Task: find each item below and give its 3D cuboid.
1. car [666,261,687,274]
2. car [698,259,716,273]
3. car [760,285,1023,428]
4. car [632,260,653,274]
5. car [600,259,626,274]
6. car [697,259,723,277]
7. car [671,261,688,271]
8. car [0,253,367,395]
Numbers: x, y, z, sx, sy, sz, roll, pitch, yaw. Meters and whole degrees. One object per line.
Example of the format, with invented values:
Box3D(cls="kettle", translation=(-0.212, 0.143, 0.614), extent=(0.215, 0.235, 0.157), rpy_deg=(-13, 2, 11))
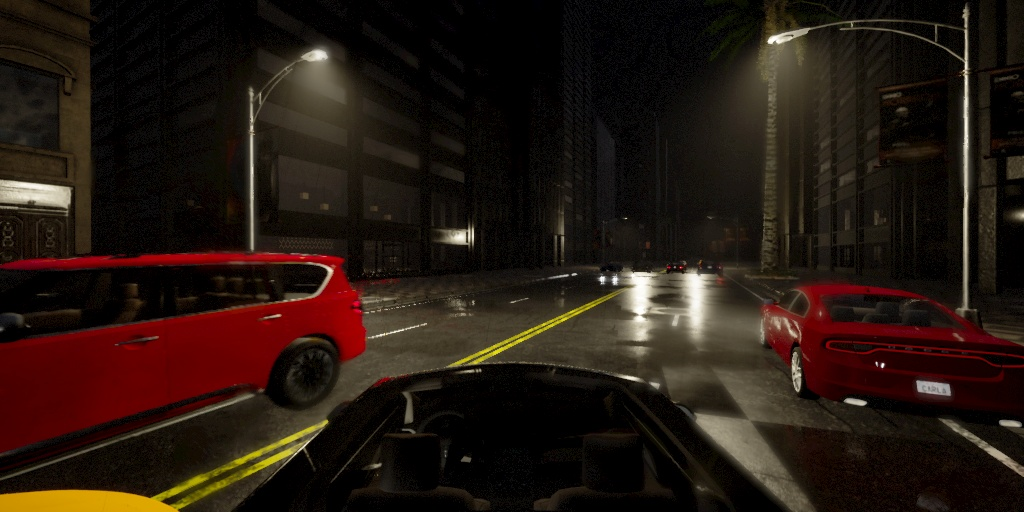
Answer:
Box3D(cls="car", translation=(18.657, 1.284, 40.824), extent=(2.033, 1.411, 5.357), rpy_deg=(0, 0, 27))
Box3D(cls="car", translation=(23.724, 1.211, 43.725), extent=(1.882, 1.535, 5.008), rpy_deg=(0, 0, 28))
Box3D(cls="car", translation=(5.515, 1.220, 5.928), extent=(1.882, 1.535, 5.008), rpy_deg=(0, 0, 27))
Box3D(cls="car", translation=(15.154, 1.219, 41.577), extent=(1.882, 1.535, 5.008), rpy_deg=(0, 0, 27))
Box3D(cls="car", translation=(11.657, 1.346, 41.866), extent=(1.895, 1.301, 4.718), rpy_deg=(0, 0, 27))
Box3D(cls="car", translation=(19.296, 1.085, 35.002), extent=(2.097, 1.767, 4.553), rpy_deg=(0, 0, 27))
Box3D(cls="car", translation=(23.546, 1.340, 50.322), extent=(1.895, 1.301, 4.718), rpy_deg=(0, 0, 27))
Box3D(cls="car", translation=(-4.273, 0.978, 3.821), extent=(2.150, 2.045, 5.566), rpy_deg=(0, 0, 27))
